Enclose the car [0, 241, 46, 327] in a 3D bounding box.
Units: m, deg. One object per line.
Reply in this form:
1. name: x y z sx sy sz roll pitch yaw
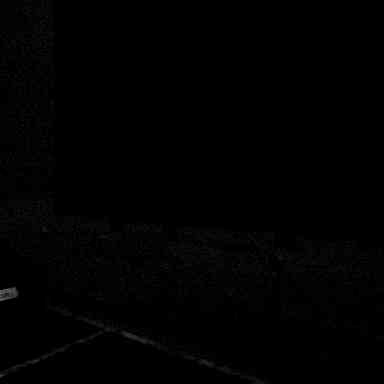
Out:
1. car: -4.437 1.544 6.124 4.313 1.339 1.947 0 0 35
